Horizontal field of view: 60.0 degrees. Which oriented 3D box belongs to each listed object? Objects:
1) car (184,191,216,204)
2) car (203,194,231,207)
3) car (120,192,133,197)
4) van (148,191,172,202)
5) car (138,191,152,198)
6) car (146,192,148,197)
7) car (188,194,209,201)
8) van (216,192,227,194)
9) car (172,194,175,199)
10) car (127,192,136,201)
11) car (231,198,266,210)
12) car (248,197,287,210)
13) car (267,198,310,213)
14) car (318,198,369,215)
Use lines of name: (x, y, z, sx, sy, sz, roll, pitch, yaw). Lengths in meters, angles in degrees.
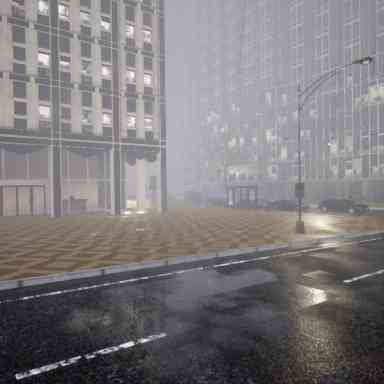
car: (0.817, 0.848, 53.496, 2.150, 2.045, 5.566, -1, 1, -34)
car: (3.916, 1.318, 44.292, 1.947, 1.339, 4.313, -1, 1, -34)
car: (-18.051, 0.687, 91.247, 2.008, 1.369, 4.403, 0, 1, -34)
van: (-5.680, 0.936, 58.381, 1.690, 1.788, 3.998, 0, 1, -34)
car: (-11.624, 0.685, 81.870, 1.967, 1.590, 4.097, 0, 1, -34)
car: (-8.410, 0.614, 77.181, 2.192, 1.841, 5.009, 0, 1, -34)
car: (1.232, 1.042, 63.121, 1.802, 1.307, 4.206, -1, 1, -34)
van: (4.445, 0.854, 58.430, 1.690, 1.788, 3.998, -1, 1, -34)
car: (-5.196, 0.935, 72.497, 1.802, 1.307, 4.206, 0, 1, -34)
car: (-12.108, 1.038, 67.759, 2.008, 1.369, 4.403, 0, 1, -34)
car: (7.082, 1.387, 39.572, 1.802, 1.307, 4.206, -1, 1, -34)
car: (9.278, 1.362, 41.133, 1.895, 1.301, 4.718, -1, 1, -34)
car: (10.281, 1.423, 34.872, 1.947, 1.339, 4.313, -1, 1, -34)
car: (14.889, 1.356, 32.925, 1.837, 1.490, 4.892, -1, 1, -34)
